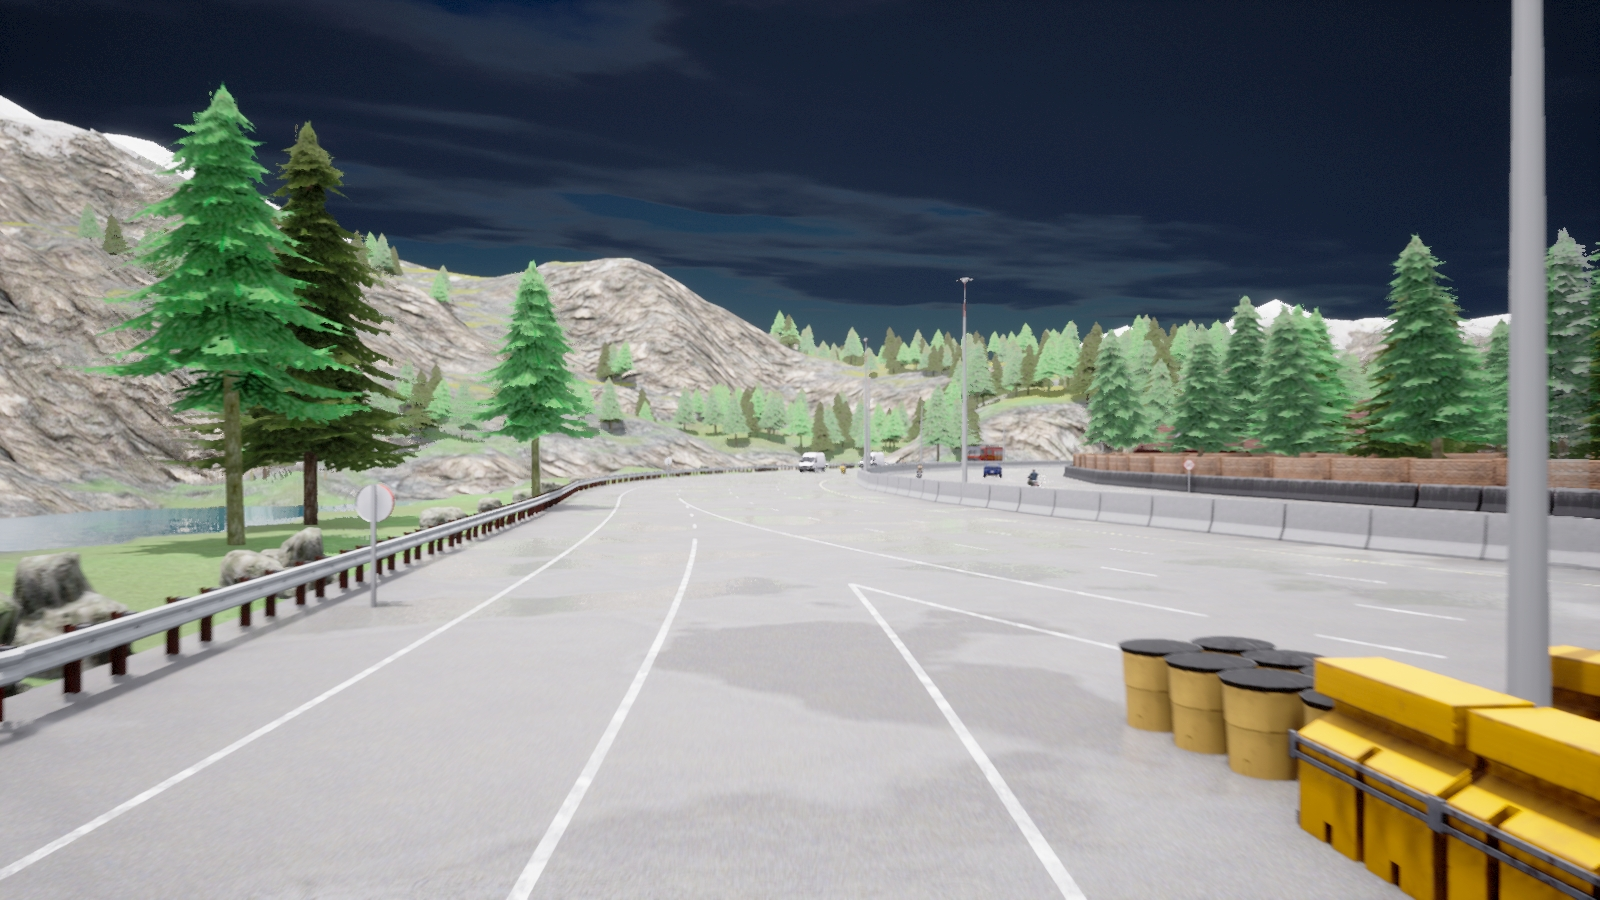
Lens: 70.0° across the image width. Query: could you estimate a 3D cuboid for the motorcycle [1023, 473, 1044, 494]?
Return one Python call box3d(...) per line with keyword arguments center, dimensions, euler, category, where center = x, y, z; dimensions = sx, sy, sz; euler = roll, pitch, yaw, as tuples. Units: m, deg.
box3d(center=(15.295, 2.183, 74.994), dimensions=(0.856, 1.334, 1.805), euler=(2, 0, -5), category="motorcycle")
